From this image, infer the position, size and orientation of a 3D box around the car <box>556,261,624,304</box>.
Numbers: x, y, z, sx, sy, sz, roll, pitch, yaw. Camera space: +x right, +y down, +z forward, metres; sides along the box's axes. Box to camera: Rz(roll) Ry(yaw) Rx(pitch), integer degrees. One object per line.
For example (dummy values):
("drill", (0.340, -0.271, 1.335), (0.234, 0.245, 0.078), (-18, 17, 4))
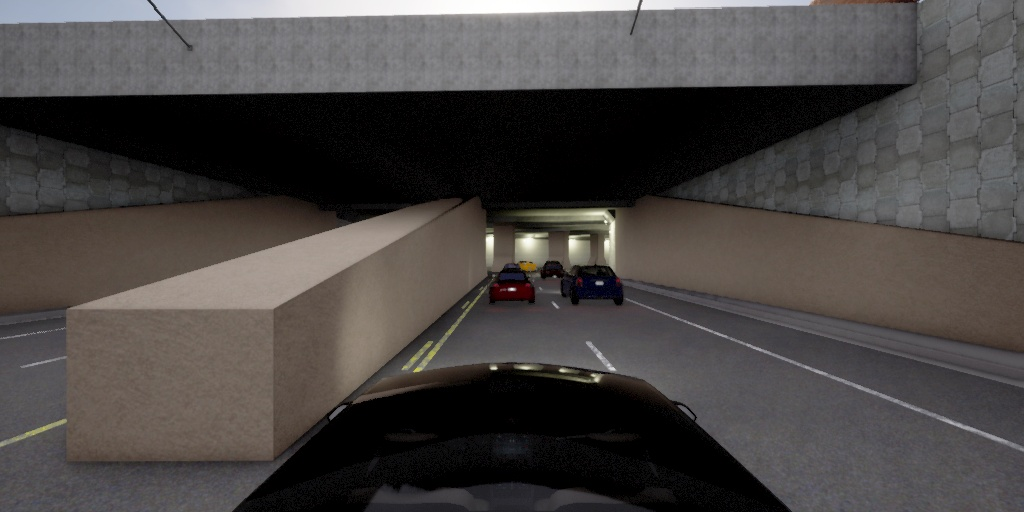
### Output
("car", (3.500, 1.116, 16.470), (2.097, 1.767, 4.553), (0, 0, 0))

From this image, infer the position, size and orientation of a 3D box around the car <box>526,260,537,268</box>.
("car", (1.731, 1.235, 44.824), (1.882, 1.535, 5.008), (0, 0, 18))

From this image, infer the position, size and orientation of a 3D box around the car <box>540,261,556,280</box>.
("car", (3.500, 1.366, 31.530), (1.895, 1.301, 4.718), (0, 0, 0))

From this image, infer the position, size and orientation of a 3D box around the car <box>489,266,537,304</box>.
("car", (0.000, 1.322, 16.500), (1.994, 1.385, 4.181), (0, 0, 0))

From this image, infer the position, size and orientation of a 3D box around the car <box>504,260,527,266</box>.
("car", (0.000, 1.313, 31.500), (2.033, 1.411, 5.357), (0, 0, 0))
